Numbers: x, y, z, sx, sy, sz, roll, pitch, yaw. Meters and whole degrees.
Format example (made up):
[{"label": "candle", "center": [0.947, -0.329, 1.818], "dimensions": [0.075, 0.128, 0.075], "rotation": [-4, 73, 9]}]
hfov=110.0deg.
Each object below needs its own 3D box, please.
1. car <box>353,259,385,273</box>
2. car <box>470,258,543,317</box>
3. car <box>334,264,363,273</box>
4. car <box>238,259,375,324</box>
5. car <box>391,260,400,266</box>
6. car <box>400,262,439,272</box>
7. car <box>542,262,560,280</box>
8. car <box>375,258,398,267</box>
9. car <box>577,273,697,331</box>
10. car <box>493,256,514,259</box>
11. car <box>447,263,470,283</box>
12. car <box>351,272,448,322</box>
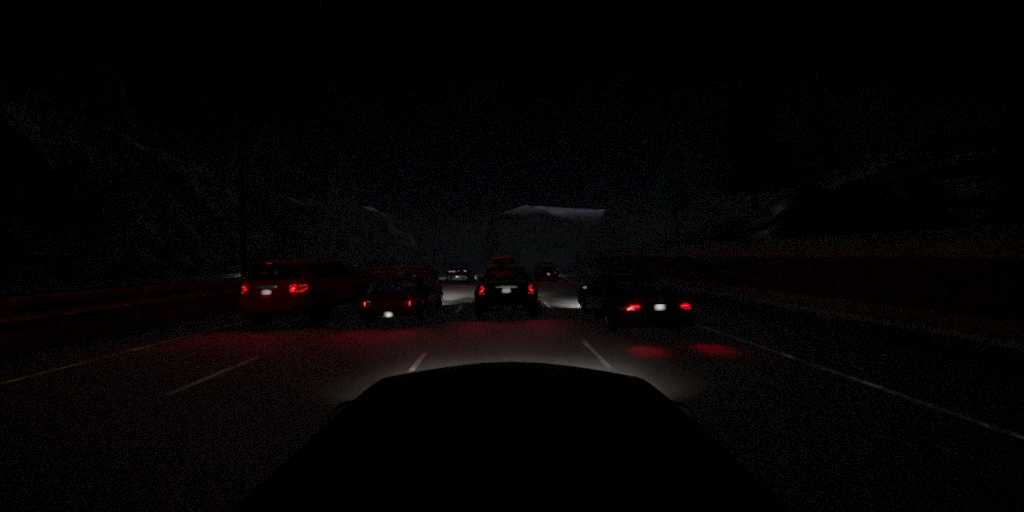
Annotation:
[{"label": "car", "center": [-22.848, 1.500, 57.722], "dimensions": [2.150, 2.045, 5.566], "rotation": [-1, 0, 10]}, {"label": "car", "center": [-0.228, 1.112, 13.478], "dimensions": [2.097, 1.767, 4.553], "rotation": [-1, 0, -2]}, {"label": "car", "center": [-26.351, 1.958, 57.995], "dimensions": [1.895, 1.301, 4.718], "rotation": [-1, 0, 10]}, {"label": "car", "center": [-7.220, 1.138, 13.126], "dimensions": [2.150, 2.045, 5.566], "rotation": [-1, 0, -1]}, {"label": "car", "center": [-16.181, 1.655, 55.058], "dimensions": [1.812, 1.442, 4.674], "rotation": [-1, 0, 10]}, {"label": "car", "center": [-7.596, 1.407, 30.653], "dimensions": [1.882, 1.535, 5.008], "rotation": [-1, 0, 1]}, {"label": "car", "center": [2.893, 1.221, 30.434], "dimensions": [1.812, 1.442, 4.674], "rotation": [-1, 0, 0]}, {"label": "car", "center": [-19.603, 1.427, 55.970], "dimensions": [2.150, 2.045, 5.566], "rotation": [-1, 0, 10]}, {"label": "car", "center": [3.347, 1.226, 10.733], "dimensions": [2.033, 1.411, 5.357], "rotation": [-1, 0, -1]}, {"label": "car", "center": [-0.626, 0.997, 28.297], "dimensions": [2.150, 2.045, 5.566], "rotation": [-1, 0, 0]}, {"label": "car", "center": [-4.114, 1.344, 29.237], "dimensions": [2.128, 1.511, 4.902], "rotation": [-1, 0, 0]}, {"label": "car", "center": [-3.703, 1.437, 12.794], "dimensions": [1.895, 1.301, 4.718], "rotation": [-1, 0, -1]}]
